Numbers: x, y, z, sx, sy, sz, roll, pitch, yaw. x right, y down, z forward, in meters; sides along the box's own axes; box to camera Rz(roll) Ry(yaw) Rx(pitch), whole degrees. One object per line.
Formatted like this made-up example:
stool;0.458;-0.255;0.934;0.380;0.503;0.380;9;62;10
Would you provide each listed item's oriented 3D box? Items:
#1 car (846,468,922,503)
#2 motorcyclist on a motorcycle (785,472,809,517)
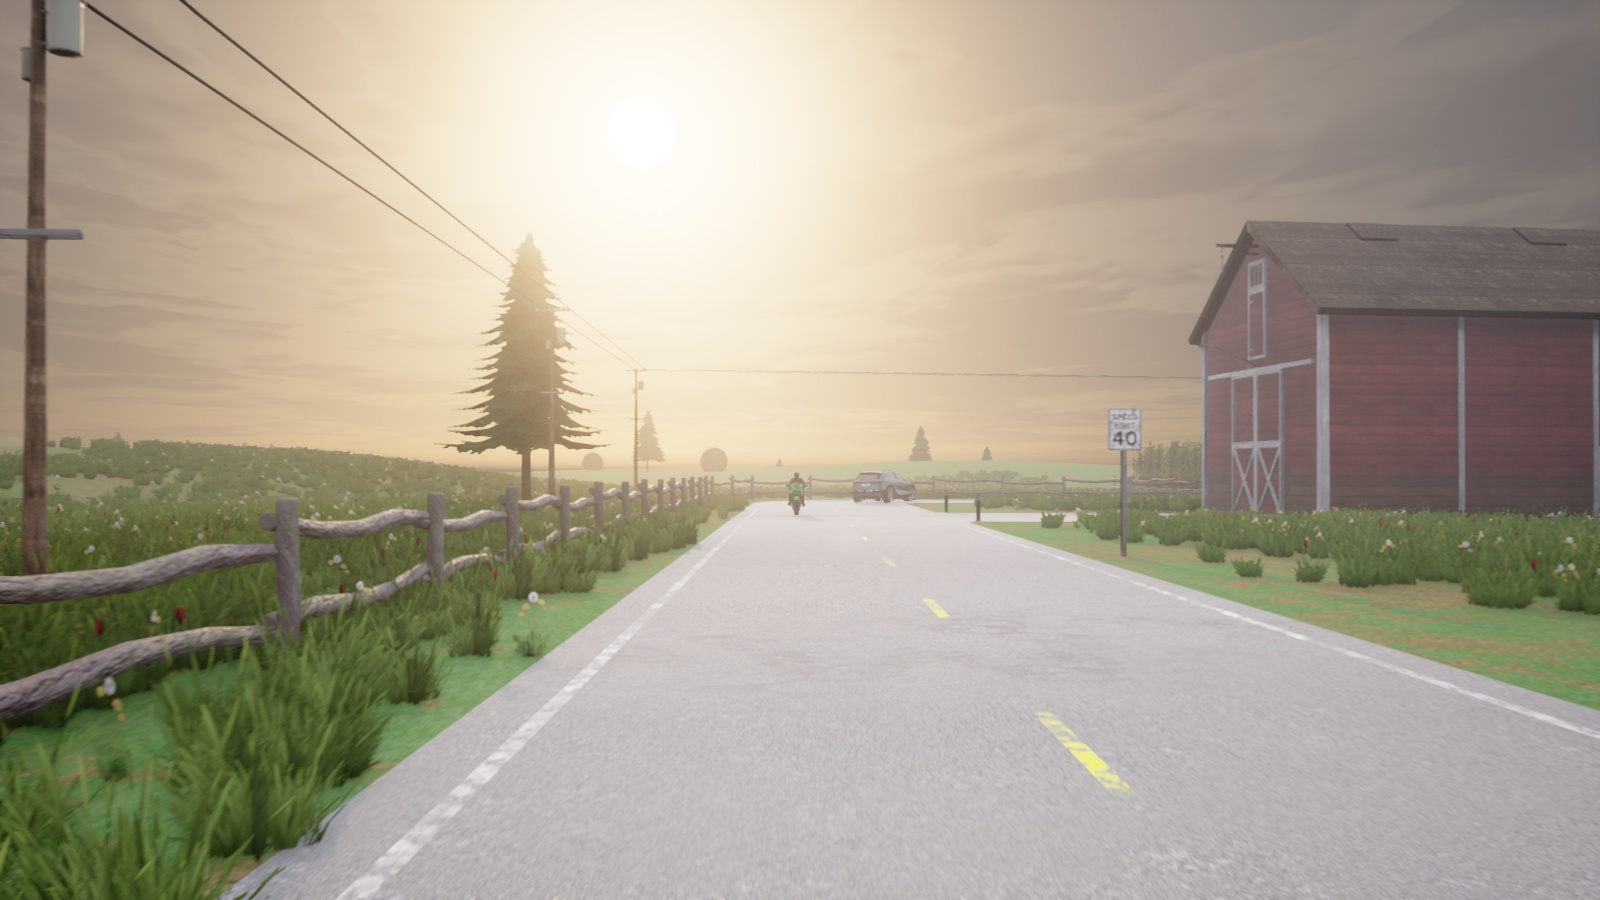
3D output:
car;4.306;1.790;63.495;2.033;1.649;4.856;-3;-2;27
motorcyclist on a motorcycle;-0.105;1.535;44.091;0.797;1.523;2.044;0;-1;0
